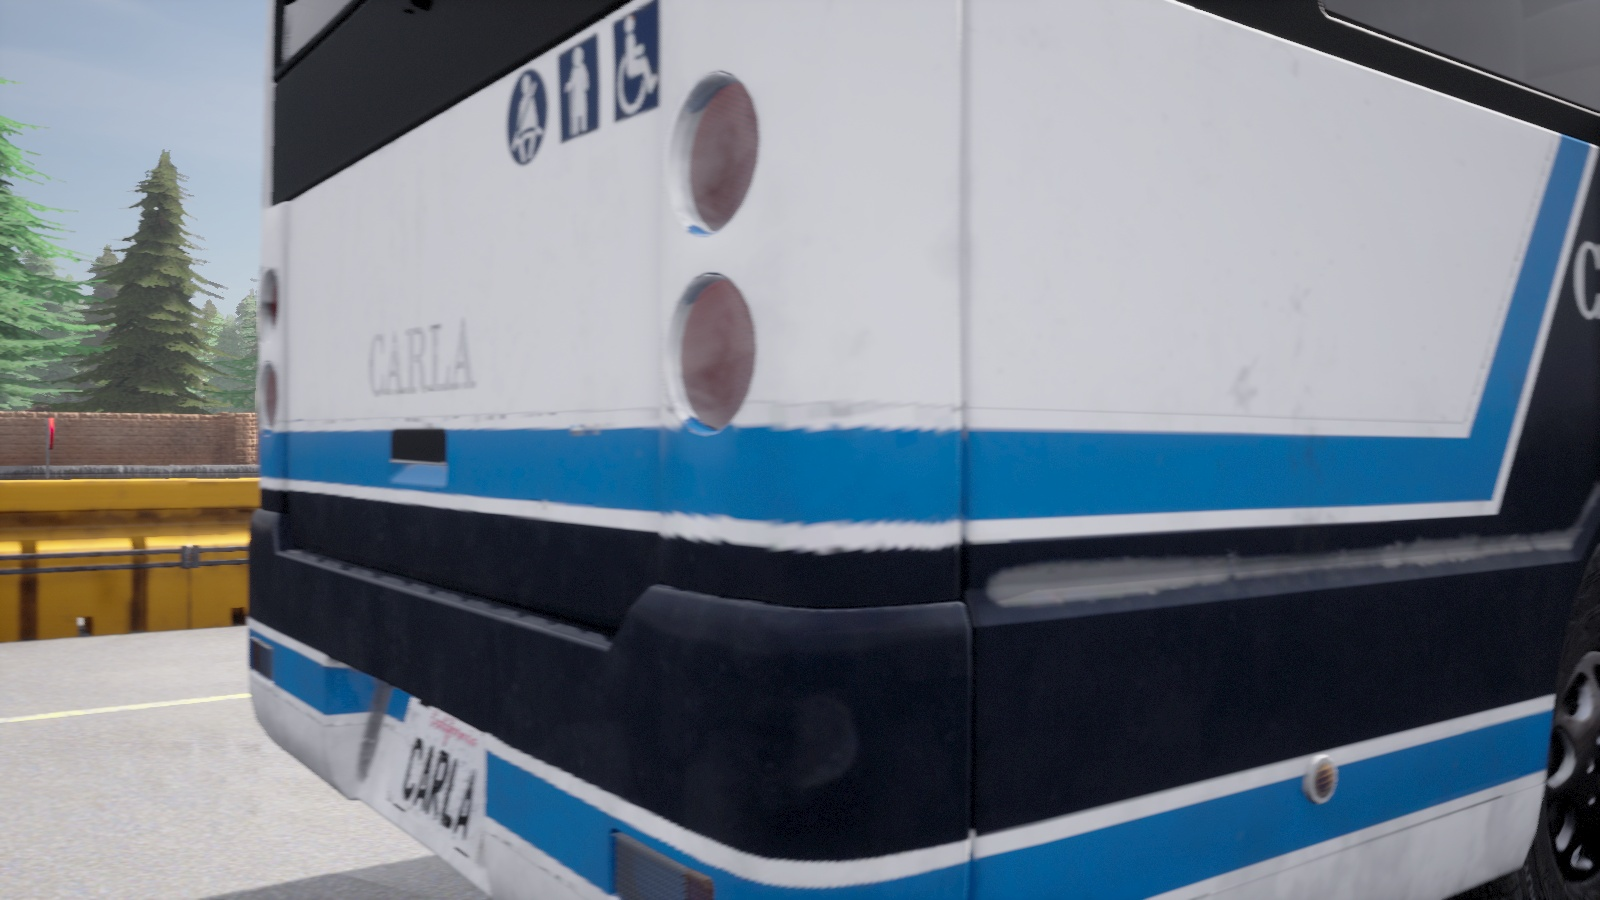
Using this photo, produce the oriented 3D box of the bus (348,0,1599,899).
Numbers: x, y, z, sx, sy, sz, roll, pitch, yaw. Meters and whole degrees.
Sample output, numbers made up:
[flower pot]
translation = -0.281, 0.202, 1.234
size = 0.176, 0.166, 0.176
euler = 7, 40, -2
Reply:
[bus]
translation = 3.575, -0.623, 6.274
size = 10.273, 4.253, 3.944
euler = 0, 0, -36
